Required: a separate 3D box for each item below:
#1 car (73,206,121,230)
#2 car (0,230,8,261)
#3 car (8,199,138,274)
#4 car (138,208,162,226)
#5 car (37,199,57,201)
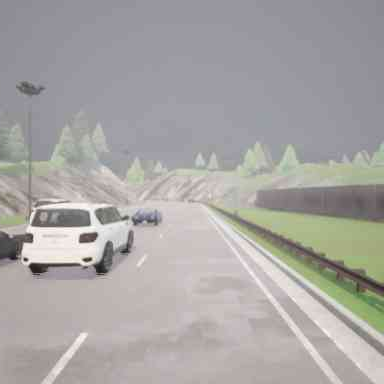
[{"bbox_3d":[-6.980,1.881,25.100,2.033,1.411,5.357,0,-1,0],"label":"car"},{"bbox_3d":[-6.980,1.683,10.113,2.033,1.411,5.357,0,-1,0],"label":"car"},{"bbox_3d":[-3.470,1.373,11.174,2.150,2.045,5.566,0,0,1],"label":"car"},{"bbox_3d":[-3.464,1.955,26.678,1.895,1.301,4.718,0,-1,1],"label":"car"},{"bbox_3d":[-10.470,1.571,26.165,2.150,2.045,5.566,0,-1,0],"label":"car"}]
